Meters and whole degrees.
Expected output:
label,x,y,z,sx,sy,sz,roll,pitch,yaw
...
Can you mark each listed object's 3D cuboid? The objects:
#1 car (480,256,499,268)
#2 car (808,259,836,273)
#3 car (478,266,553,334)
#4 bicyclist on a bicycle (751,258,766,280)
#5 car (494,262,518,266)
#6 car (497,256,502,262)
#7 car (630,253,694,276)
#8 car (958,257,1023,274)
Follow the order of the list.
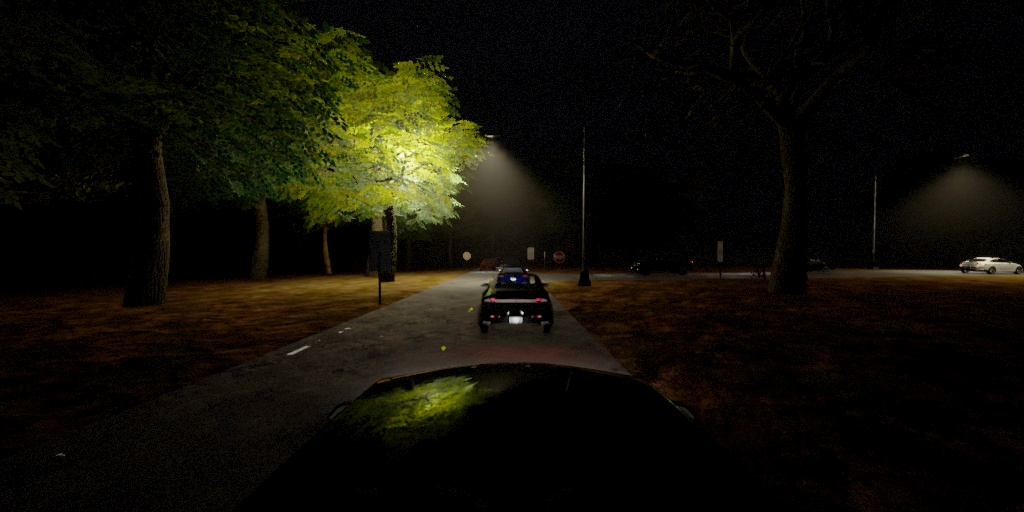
label,x,y,z,sx,sy,sz,roll,pitch,yaw
car,-3.071,1.102,46.210,1.882,1.535,5.008,0,0,0
car,27.364,0.925,33.617,4.718,1.301,1.895,-1,1,-3
car,0.096,1.233,10.580,2.128,1.511,4.902,0,0,0
bicyclist on a bicycle,18.552,1.009,27.024,0.582,1.620,1.656,-1,0,0
car,0.089,1.279,22.666,1.994,1.385,4.181,0,0,0
car,-3.072,1.094,58.136,1.812,1.442,4.674,0,0,0
car,13.974,0.717,33.546,5.566,2.045,2.150,-1,1,1
car,42.306,0.850,31.744,4.674,1.442,1.812,0,1,-8
